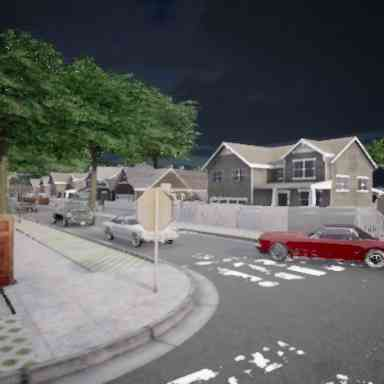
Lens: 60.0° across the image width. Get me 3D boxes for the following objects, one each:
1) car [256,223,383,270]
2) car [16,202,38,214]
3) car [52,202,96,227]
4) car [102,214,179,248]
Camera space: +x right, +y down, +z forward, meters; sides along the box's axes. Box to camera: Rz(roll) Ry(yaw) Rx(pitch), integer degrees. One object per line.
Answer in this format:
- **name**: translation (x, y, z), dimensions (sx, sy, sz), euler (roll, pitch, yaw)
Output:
- **car**: translation (4.640, 1.738, 11.413), dimensions (4.718, 1.301, 1.895), euler (0, -1, 21)
- **car**: translation (-20.264, 1.904, 40.776), dimensions (1.994, 1.385, 4.181), euler (1, -1, -35)
- **car**: translation (-8.766, 1.562, 24.585), dimensions (2.097, 1.767, 4.553), euler (1, -1, -35)
- **car**: translation (-2.572, 1.748, 15.904), dimensions (1.895, 1.301, 4.718), euler (1, -1, -36)
